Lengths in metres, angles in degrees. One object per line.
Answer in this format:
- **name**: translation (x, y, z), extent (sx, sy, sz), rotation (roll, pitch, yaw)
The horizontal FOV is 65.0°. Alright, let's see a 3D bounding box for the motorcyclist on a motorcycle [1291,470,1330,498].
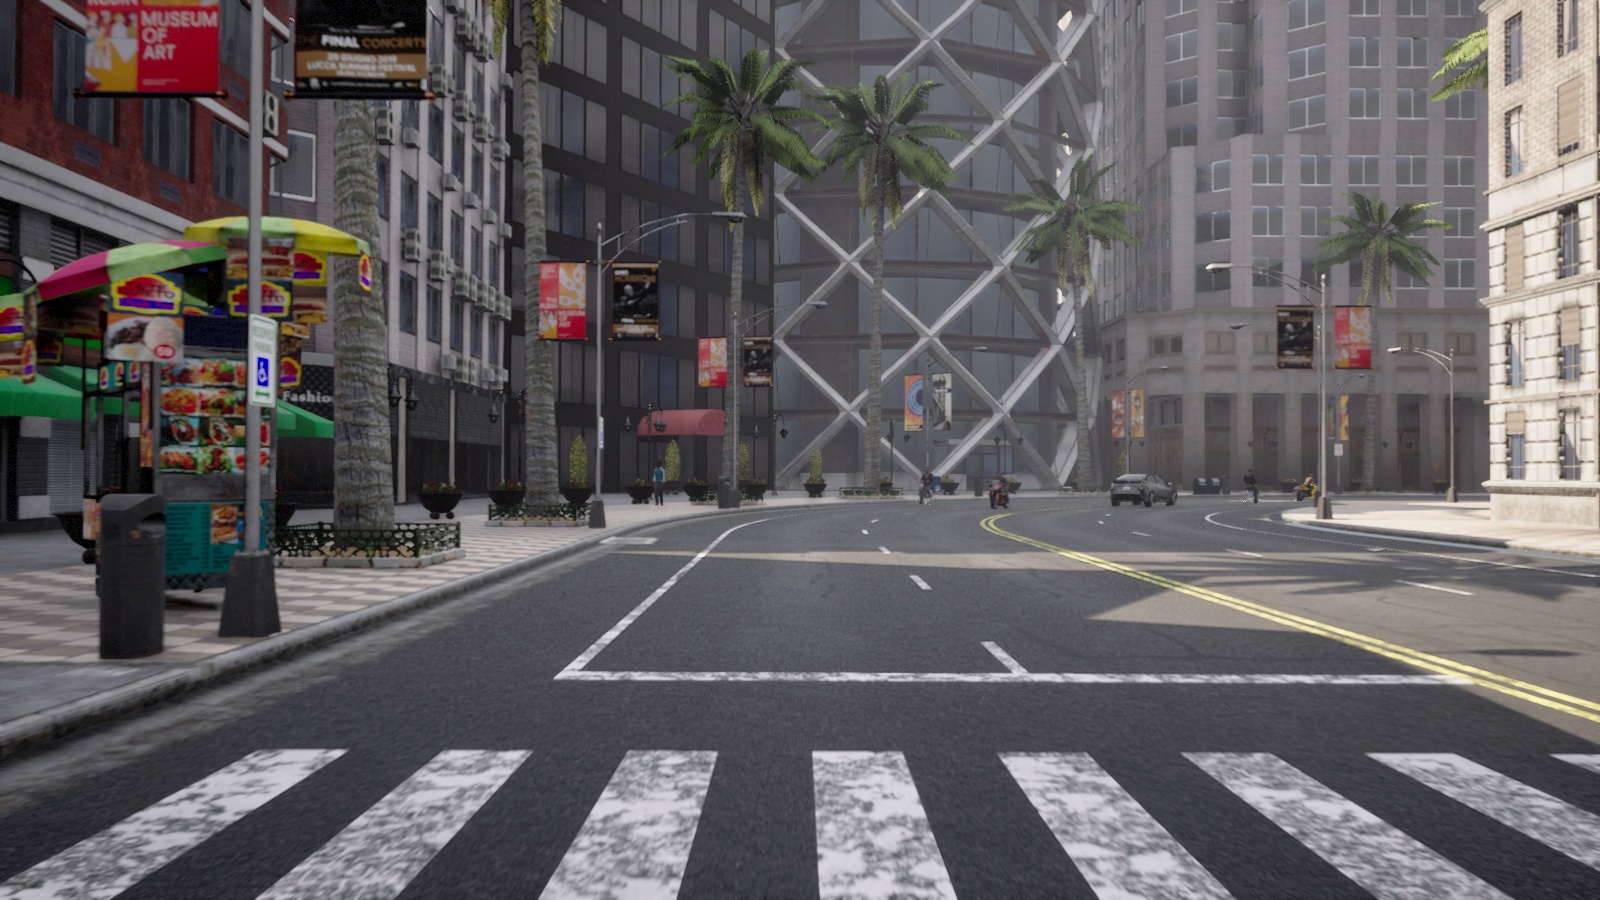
- **motorcyclist on a motorcycle**: translation (27.634, 1.824, 67.970), extent (2.044, 1.523, 0.797), rotation (0, -1, -28)

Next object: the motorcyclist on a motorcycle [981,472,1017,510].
- **motorcyclist on a motorcycle**: translation (8.326, 1.694, 52.442), extent (0.866, 1.530, 2.191), rotation (0, -1, 27)

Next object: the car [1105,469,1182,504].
- **car**: translation (15.919, 1.670, 58.080), extent (2.007, 1.525, 4.514), rotation (-1, -1, 35)

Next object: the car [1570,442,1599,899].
- **car**: translation (3.496, 0.757, 1.591), extent (2.033, 1.649, 4.856), rotation (0, -1, 0)

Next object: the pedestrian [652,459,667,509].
- **pedestrian**: translation (-5.498, 1.317, 49.203), extent (0.396, 1.930, 0.692), rotation (0, -1, 10)
